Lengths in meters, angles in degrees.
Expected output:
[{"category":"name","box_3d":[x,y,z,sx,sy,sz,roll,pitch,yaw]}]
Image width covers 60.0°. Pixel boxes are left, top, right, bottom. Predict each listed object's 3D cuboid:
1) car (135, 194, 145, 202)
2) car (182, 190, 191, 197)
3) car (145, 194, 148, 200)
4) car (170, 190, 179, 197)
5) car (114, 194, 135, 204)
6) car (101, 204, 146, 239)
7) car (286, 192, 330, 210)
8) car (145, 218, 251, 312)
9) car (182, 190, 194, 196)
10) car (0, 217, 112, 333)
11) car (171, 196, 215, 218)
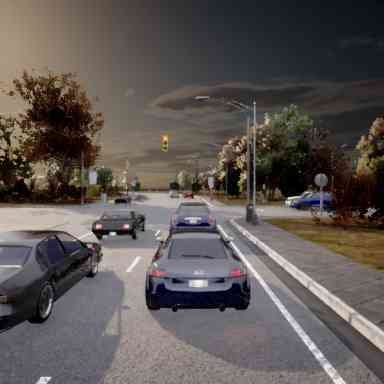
[{"category":"car","box_3d":[-10.801,1.077,62.669,2.128,1.511,4.902,0,0,0]},{"category":"car","box_3d":[-1.589,0.393,94.123,2.097,1.767,4.553,0,1,-7]},{"category":"car","box_3d":[-10.883,1.074,73.186,1.895,1.301,4.718,0,1,-1]},{"category":"car","box_3d":[-4.320,0.886,84.154,1.994,1.385,4.181,0,1,-4]},{"category":"car","box_3d":[-10.789,1.269,52.201,1.895,1.301,4.718,0,0,0]},{"category":"car","box_3d":[-3.477,1.518,16.711,1.895,1.301,4.718,0,0,-1]},{"category":"car","box_3d":[14.021,0.993,37.455,5.566,2.045,2.150,0,0,-3]},{"category":"car","box_3d":[0.081,1.541,7.755,1.994,1.385,4.181,0,0,-1]},{"category":"car","box_3d":[-0.772,0.566,83.475,2.150,2.045,5.566,0,1,-4]},{"category":"car","box_3d":[-3.417,1.528,7.067,2.033,1.411,5.357,0,0,-1]},{"category":"car","box_3d":[0.044,1.271,16.389,2.097,1.767,4.553,0,0,0]}]
